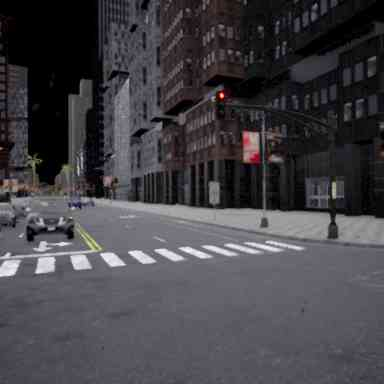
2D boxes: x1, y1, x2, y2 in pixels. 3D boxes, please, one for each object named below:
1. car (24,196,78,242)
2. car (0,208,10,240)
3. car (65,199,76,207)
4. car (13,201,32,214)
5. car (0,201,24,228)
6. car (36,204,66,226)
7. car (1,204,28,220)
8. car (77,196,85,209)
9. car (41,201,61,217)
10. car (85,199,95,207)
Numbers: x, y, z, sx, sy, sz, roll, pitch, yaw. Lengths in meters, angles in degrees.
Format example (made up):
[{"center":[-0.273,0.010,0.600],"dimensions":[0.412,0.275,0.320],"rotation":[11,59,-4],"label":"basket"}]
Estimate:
[{"center":[-7.693,1.401,18.195],"dimensions":[2.150,2.045,5.566],"rotation":[0,0,-23],"label":"car"},{"center":[-10.067,1.728,15.506],"dimensions":[2.033,1.411,5.357],"rotation":[0,0,-23],"label":"car"},{"center":[-22.828,2.048,62.377],"dimensions":[1.837,1.490,4.892],"rotation":[0,0,-23],"label":"car"},{"center":[-21.517,1.911,42.389],"dimensions":[1.882,1.535,5.008],"rotation":[0,0,-23],"label":"car"},{"center":[-13.740,1.617,24.092],"dimensions":[2.097,1.767,4.553],"rotation":[0,0,-23],"label":"car"},{"center":[-11.716,1.819,27.620],"dimensions":[2.033,1.411,5.357],"rotation":[0,0,-23],"label":"car"},{"center":[-17.614,1.915,33.198],"dimensions":[1.994,1.385,4.181],"rotation":[0,0,-22],"label":"car"},{"center":[-18.658,1.687,52.632],"dimensions":[2.150,2.045,5.566],"rotation":[0,0,-23],"label":"car"},{"center":[-15.605,1.834,36.746],"dimensions":[1.882,1.535,5.008],"rotation":[0,0,-23],"label":"car"},{"center":[-19.548,2.048,62.974],"dimensions":[1.812,1.442,4.674],"rotation":[0,0,-23],"label":"car"}]
